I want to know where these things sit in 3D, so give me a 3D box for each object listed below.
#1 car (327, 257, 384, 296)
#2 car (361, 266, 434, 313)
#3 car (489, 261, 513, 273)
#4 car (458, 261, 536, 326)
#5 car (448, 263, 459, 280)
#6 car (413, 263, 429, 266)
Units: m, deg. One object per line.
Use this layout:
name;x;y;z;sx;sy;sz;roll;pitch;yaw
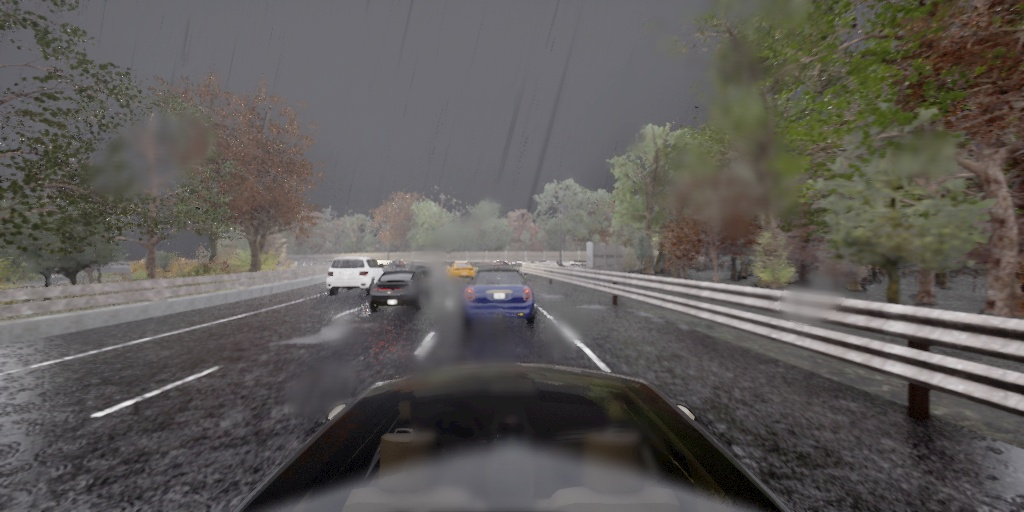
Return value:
car;-8.785;1.065;20.613;2.150;2.045;5.566;0;0;-10
car;-4.355;1.311;14.509;1.837;1.490;4.892;0;0;-7
car;-1.389;1.415;47.281;1.812;1.442;4.674;-1;0;15
car;-0.521;1.134;12.052;2.097;1.767;4.553;0;0;-5
car;-4.753;1.340;33.092;1.882;1.535;5.008;0;0;-16
car;-9.105;1.394;35.603;1.837;1.490;4.892;0;0;-18
